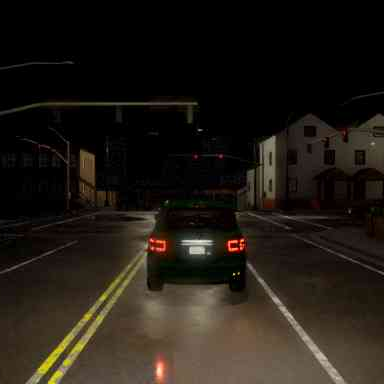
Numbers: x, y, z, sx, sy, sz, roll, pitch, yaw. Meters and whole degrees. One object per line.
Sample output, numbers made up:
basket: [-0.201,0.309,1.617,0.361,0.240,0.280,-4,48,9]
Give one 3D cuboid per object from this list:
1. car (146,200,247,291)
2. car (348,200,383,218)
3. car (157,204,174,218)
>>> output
car: [0.098,1.221,9.109,2.150,2.045,5.566,0,0,0]
car: [16.588,1.492,29.823,4.902,1.511,2.128,0,0,-1]
car: [-3.555,2.597,45.382,1.812,1.442,4.674,0,-9,0]
